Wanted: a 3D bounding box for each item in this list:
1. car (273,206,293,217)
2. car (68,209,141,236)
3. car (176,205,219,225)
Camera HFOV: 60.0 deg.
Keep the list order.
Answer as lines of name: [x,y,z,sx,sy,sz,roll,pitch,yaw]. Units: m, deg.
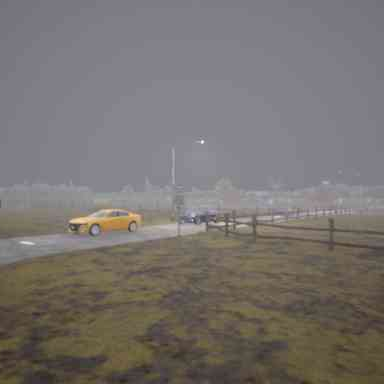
car: [12.682,2.706,46.713,1.994,1.385,4.181,-1,-2,36]
car: [-5.457,1.861,21.312,1.882,1.535,5.008,-1,-2,35]
car: [0.536,1.979,29.742,2.097,1.767,4.553,-1,-2,35]
